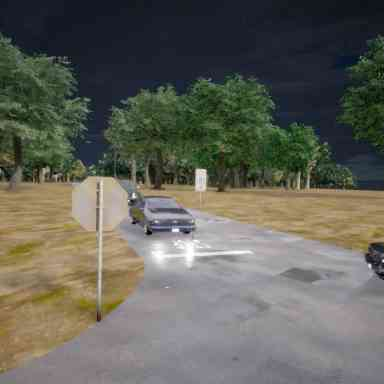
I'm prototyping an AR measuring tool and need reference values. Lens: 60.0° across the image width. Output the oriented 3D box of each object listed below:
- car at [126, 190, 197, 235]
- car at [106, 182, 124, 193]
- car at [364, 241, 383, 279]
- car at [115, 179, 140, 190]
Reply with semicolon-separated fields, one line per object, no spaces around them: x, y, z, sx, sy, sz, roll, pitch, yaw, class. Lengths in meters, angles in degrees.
-1.523;0.895;14.684;2.033;1.411;5.357;1;2;-21;car
-11.409;-0.736;49.157;1.837;1.490;4.892;1;2;-21;car
6.848;1.514;7.218;5.357;1.411;2.033;3;3;18;car
-5.180;0.101;24.179;2.150;2.045;5.566;1;2;-21;car
